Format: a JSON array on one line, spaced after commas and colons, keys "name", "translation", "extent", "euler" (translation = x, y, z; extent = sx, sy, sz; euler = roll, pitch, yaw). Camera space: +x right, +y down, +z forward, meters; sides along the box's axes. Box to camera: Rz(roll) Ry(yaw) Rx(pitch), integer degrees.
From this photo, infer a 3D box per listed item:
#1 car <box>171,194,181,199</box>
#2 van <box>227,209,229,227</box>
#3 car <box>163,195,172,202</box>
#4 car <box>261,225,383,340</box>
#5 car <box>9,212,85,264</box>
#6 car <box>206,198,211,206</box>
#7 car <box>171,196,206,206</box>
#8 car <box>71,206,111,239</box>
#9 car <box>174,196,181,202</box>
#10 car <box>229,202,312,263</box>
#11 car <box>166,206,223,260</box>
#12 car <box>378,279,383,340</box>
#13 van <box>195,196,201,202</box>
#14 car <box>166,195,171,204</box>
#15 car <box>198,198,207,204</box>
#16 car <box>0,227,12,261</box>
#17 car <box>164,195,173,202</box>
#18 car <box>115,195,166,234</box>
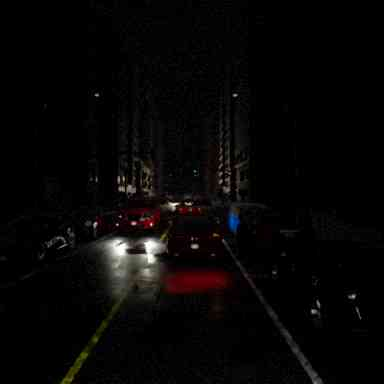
[{"name": "car", "translation": [-3.625, 1.894, 74.619], "extent": [1.882, 1.535, 5.008], "euler": [0, 0, -1]}, {"name": "van", "translation": [2.848, 1.430, 17.634], "extent": [1.690, 1.788, 3.998], "euler": [0, 0, 0]}, {"name": "car", "translation": [-6.634, 1.840, 89.606], "extent": [2.192, 1.841, 5.009], "euler": [0, 0, -1]}, {"name": "car", "translation": [2.855, 1.600, 6.585], "extent": [1.947, 1.339, 4.313], "euler": [0, 0, 0]}, {"name": "car", "translation": [-5.675, 1.628, 12.096], "extent": [1.947, 1.339, 4.313], "euler": [0, 0, 0]}, {"name": "car", "translation": [2.531, 1.776, 61.522], "extent": [1.967, 1.590, 4.097], "euler": [0, 0, -1]}, {"name": "car", "translation": [-0.394, 1.495, 29.389], "extent": [2.097, 1.767, 4.553], "euler": [0, 0, -7]}, {"name": "car", "translation": [-5.678, 1.530, 17.622], "extent": [1.967, 1.590, 4.097], "euler": [0, 0, 0]}, {"name": "car", "translation": [-3.977, 1.909, 90.203], "extent": [1.882, 1.535, 5.008], "euler": [0, 0, -1]}, {"name": "car", "translation": [2.852, 1.377, 12.110], "extent": [2.192, 1.841, 5.009], "euler": [0, 0, 0]}, {"name": "car", "translation": [0.092, 1.543, 12.823], "extent": [1.882, 1.535, 5.008], "euler": [0, 0, 0]}, {"name": "car", "translation": [2.859, 1.557, 1.062], "extent": [2.008, 1.369, 4.403], "euler": [0, 0, 0]}, {"name": "van", "translation": [1.761, 1.916, 95.439], "extent": [1.690, 1.788, 3.998], "euler": [0, 0, -1]}, {"name": "car", "translation": [-6.248, 1.844, 72.645], "extent": [1.967, 1.590, 4.097], "euler": [0, 0, -1]}, {"name": "car", "translation": [2.275, 1.987, 72.828], "extent": [1.802, 1.307, 4.206], "euler": [0, 0, -1]}, {"name": "car", "translation": [-5.671, 1.616, 6.571], "extent": [1.802, 1.307, 4.206], "euler": [0, 0, 0]}, {"name": "car", "translation": [-6.762, 1.889, 95.261], "extent": [2.192, 1.841, 5.009], "euler": [0, -1, -1]}, {"name": "car", "translation": [-3.063, 1.327, 20.356], "extent": [2.150, 2.045, 5.566], "euler": [0, -1, 0]}]
